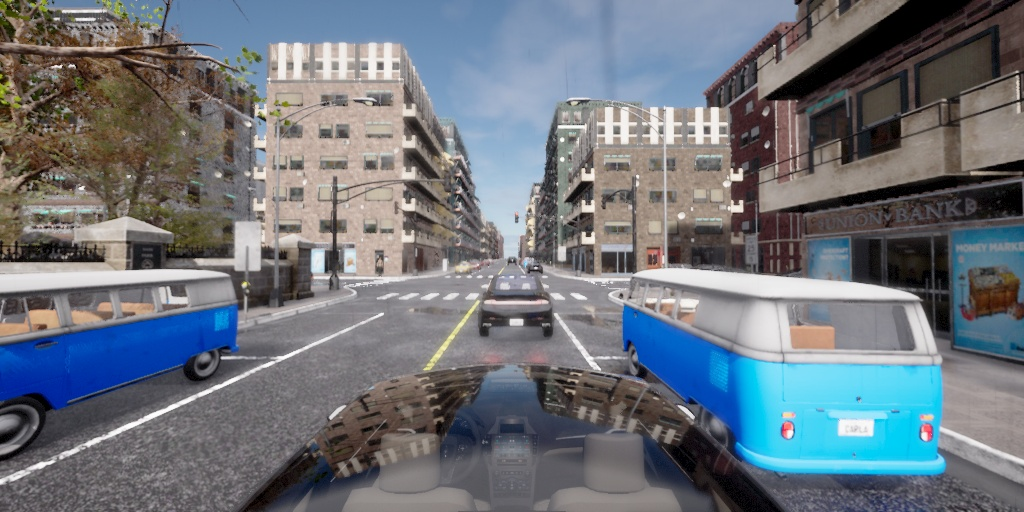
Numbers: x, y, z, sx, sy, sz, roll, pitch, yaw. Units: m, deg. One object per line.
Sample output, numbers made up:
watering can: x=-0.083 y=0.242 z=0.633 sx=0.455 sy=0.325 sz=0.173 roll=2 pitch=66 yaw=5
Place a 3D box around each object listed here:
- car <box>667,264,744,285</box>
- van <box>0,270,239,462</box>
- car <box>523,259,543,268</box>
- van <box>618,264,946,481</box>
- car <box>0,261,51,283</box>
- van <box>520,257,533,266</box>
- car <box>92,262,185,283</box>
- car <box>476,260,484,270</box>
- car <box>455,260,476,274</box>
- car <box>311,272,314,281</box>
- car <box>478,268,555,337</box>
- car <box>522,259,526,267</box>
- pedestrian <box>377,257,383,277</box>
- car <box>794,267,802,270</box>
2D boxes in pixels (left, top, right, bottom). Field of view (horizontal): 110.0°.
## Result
car: x=15.097 y=1.403 z=28.147 sx=5.008 sy=1.535 sz=1.882 roll=0 pitch=-1 yaw=1
van: x=-5.656 y=1.097 z=4.632 sx=1.690 sy=1.789 sz=3.998 roll=0 pitch=0 yaw=0
car: x=2.700 y=1.400 z=42.575 sx=1.948 sy=1.339 sz=4.313 roll=0 pitch=0 yaw=0
van: x=2.659 y=1.097 z=4.628 sx=1.690 sy=1.789 sz=3.998 roll=0 pitch=0 yaw=0
car: x=-36.507 y=1.085 z=25.577 sx=4.892 sy=1.490 sz=1.837 roll=0 pitch=-1 yaw=1
van: x=2.703 y=1.212 z=59.502 sx=1.690 sy=1.789 sz=3.998 roll=0 pitch=0 yaw=0
car: x=-26.409 y=1.160 z=25.448 sx=4.674 sy=1.442 sz=1.812 roll=0 pitch=-1 yaw=1
car: x=-5.679 y=1.299 z=53.862 sx=1.967 sy=1.591 sz=4.097 roll=0 pitch=0 yaw=0
car: x=-5.681 y=1.360 z=42.406 sx=1.751 sy=1.417 sz=4.829 roll=0 pitch=0 yaw=0
car: x=-16.583 y=1.040 z=25.331 sx=4.553 sy=1.767 sz=2.097 roll=0 pitch=-1 yaw=1
car: x=0.101 y=1.259 z=10.360 sx=2.128 sy=1.511 sz=4.902 roll=0 pitch=0 yaw=0
car: x=2.701 y=1.397 z=48.217 sx=2.007 sy=1.370 sz=4.403 roll=0 pitch=0 yaw=0
pedestrian: x=-12.533 y=1.023 z=34.022 sx=0.375 sy=1.860 sz=0.375 roll=0 pitch=-1 yaw=1
car: x=24.998 y=1.507 z=28.026 sx=4.674 sy=1.442 sz=1.812 roll=0 pitch=-1 yaw=1
